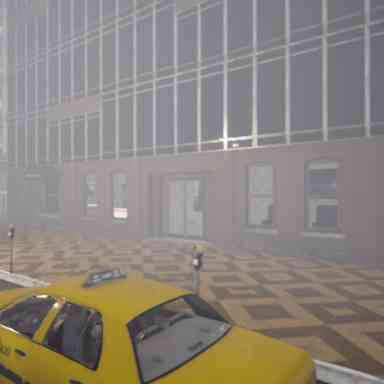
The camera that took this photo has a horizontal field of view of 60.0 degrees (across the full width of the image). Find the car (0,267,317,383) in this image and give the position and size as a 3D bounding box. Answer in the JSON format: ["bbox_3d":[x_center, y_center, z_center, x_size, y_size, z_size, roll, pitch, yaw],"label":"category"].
[{"bbox_3d":[-1.150,1.520,3.698,4.829,1.417,1.752,0,0,35],"label":"car"}]
